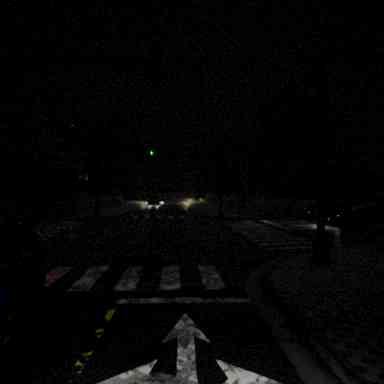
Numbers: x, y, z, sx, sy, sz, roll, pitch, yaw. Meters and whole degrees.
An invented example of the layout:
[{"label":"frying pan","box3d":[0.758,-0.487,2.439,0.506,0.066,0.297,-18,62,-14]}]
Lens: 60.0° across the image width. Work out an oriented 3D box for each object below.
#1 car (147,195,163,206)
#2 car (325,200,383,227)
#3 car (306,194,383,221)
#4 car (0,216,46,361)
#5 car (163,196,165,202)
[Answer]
[{"label":"car","box3d":[-6.187,1.460,54.102,2.033,1.411,5.357,0,0,-3]},{"label":"car","box3d":[11.011,1.434,21.144,4.674,1.442,1.812,-1,0,-1]},{"label":"car","box3d":[11.342,1.147,24.405,5.566,2.045,2.150,0,0,0]},{"label":"car","box3d":[-3.801,1.267,5.557,2.097,1.767,4.553,4,-1,-16]},{"label":"car","box3d":[-7.138,1.368,74.503,2.128,1.511,4.902,0,0,-2]}]
